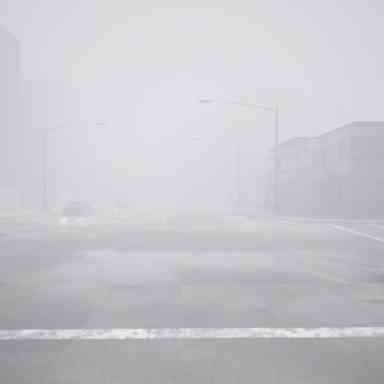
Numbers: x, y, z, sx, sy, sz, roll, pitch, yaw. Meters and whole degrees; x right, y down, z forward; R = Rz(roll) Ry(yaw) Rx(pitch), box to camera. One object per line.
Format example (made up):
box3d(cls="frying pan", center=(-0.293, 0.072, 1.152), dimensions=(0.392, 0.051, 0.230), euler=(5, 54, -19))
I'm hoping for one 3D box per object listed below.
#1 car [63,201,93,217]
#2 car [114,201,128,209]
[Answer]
box3d(cls="car", center=(-11.511, 1.635, 33.781), dimensions=(1.882, 1.535, 5.008), euler=(0, -1, -2))
box3d(cls="car", center=(-12.486, 2.191, 58.617), dimensions=(1.994, 1.385, 4.181), euler=(0, -1, -2))
